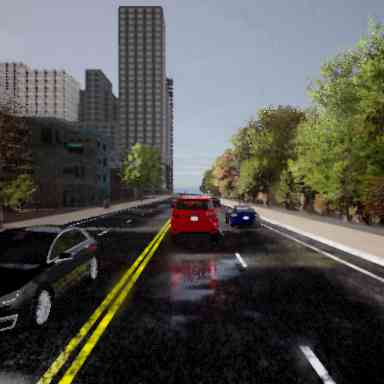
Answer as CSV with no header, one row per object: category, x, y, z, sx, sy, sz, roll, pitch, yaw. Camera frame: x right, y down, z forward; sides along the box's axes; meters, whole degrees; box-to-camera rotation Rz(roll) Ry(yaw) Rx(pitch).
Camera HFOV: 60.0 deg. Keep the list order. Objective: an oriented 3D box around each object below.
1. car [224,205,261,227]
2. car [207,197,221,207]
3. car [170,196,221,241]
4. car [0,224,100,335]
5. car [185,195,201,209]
car,3.354,1.567,22.642,1.994,1.385,4.181,0,0,0
car,3.354,1.505,51.084,1.837,1.490,4.892,0,0,0
car,0.101,1.224,16.892,2.150,2.045,5.566,0,0,0
car,-3.346,1.507,6.958,1.837,1.490,4.892,0,0,0
car,0.104,1.353,47.029,2.097,1.767,4.553,0,0,0
